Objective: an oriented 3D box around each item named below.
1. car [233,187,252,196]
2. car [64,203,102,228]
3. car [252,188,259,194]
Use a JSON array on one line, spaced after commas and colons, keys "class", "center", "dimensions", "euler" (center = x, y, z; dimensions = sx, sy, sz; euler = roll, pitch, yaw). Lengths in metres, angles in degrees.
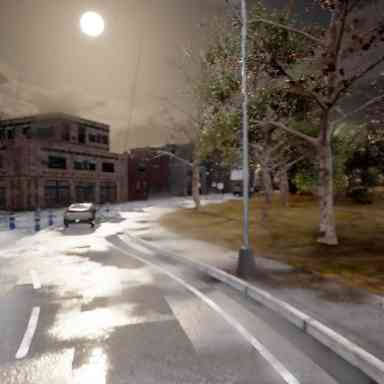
[{"class": "car", "center": [10.588, -0.173, 72.010], "dimensions": [2.150, 2.045, 5.566], "euler": [-1, 2, 25]}, {"class": "car", "center": [-7.237, 1.495, 22.339], "dimensions": [2.128, 1.511, 4.902], "euler": [-1, 0, -9]}, {"class": "car", "center": [14.987, -0.349, 81.427], "dimensions": [2.128, 1.511, 4.902], "euler": [-1, 1, 25]}]
